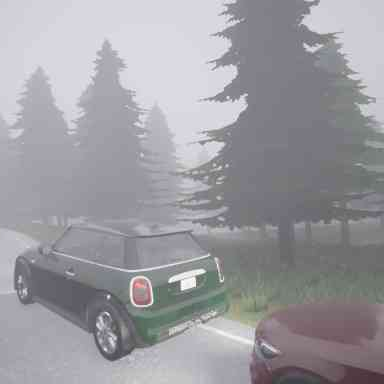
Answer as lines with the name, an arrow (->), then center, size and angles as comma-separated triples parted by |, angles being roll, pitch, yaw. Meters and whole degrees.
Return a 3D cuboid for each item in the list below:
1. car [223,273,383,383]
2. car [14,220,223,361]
car -> 2.744, 1.531, 2.598 | 4.674, 1.442, 1.812 | 1, 0, 36
car -> -1.580, 1.308, 6.226 | 4.553, 1.767, 2.097 | 1, 1, 44
